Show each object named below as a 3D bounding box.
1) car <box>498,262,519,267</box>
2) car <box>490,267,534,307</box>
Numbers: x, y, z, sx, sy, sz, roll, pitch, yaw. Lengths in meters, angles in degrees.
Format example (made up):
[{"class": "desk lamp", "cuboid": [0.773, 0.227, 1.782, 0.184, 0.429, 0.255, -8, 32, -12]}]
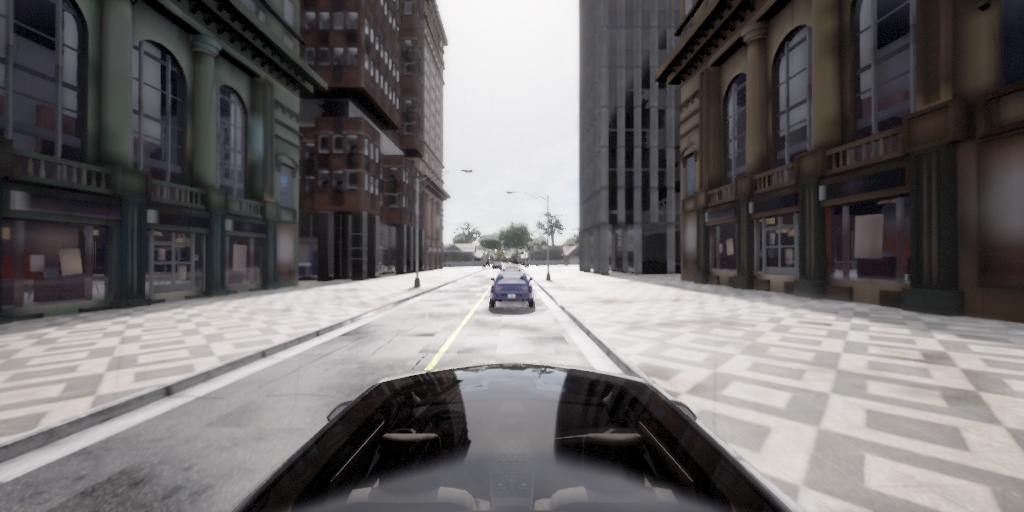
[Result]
[{"class": "car", "cuboid": [-0.014, 1.525, 31.155, 1.837, 1.490, 4.892, 0, 0, 0]}, {"class": "car", "cuboid": [-0.004, 1.410, 16.239, 1.812, 1.442, 4.674, 0, 0, 0]}]
